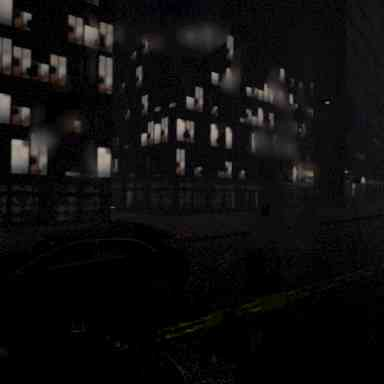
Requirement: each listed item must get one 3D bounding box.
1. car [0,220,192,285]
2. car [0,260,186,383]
[{"bbox_3d":[-2.289,1.494,6.134,4.902,1.511,2.128,0,0,-36],"label":"car"},{"bbox_3d":[-1.964,1.567,2.063,4.181,1.385,1.994,0,0,-36],"label":"car"}]
